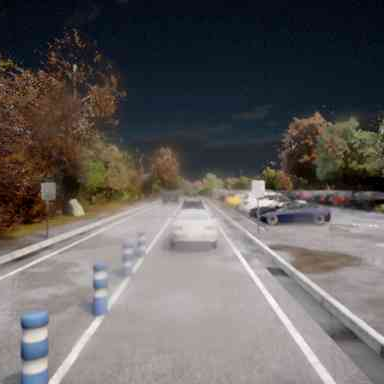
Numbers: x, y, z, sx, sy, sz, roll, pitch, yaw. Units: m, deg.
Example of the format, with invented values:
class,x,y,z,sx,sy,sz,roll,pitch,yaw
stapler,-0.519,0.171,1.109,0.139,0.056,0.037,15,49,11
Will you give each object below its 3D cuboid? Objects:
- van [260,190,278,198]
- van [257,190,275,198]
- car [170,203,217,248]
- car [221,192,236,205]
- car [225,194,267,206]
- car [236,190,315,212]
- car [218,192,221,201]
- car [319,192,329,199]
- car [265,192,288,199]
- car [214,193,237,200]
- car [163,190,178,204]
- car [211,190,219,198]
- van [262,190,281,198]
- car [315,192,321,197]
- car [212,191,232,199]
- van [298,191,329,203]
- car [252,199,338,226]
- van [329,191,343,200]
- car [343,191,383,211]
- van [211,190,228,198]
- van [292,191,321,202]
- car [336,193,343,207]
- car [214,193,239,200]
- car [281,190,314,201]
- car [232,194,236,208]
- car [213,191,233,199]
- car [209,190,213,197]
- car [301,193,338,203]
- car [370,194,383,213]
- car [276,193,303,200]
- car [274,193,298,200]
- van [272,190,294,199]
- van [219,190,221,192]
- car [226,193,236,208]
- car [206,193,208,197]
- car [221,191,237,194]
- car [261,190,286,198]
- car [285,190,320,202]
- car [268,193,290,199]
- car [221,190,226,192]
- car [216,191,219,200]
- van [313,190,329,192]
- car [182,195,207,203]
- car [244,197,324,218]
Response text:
class,x,y,z,sx,sy,sz,roll,pitch,yaw
van,20.538,0.540,88.680,4.442,1.987,1.878,0,0,0
van,20.329,0.522,91.585,4.442,1.987,1.878,0,0,0
car,0.070,1.423,14.183,1.812,1.442,4.674,0,1,0
car,6.771,1.110,41.874,5.366,1.575,1.946,0,1,0
car,7.164,1.075,44.524,5.366,1.575,1.946,0,1,0
car,6.870,1.071,27.869,5.566,2.045,2.435,0,1,0
car,7.076,1.033,52.845,4.792,1.488,2.163,0,0,0
car,20.087,1.100,44.495,4.792,1.488,2.163,0,1,0
car,20.348,0.819,80.372,5.008,1.535,2.097,0,0,0
car,7.200,0.880,72.278,4.892,1.521,2.231,0,0,0
car,-3.267,0.758,51.432,2.150,2.045,5.566,0,1,1
car,6.975,0.912,66.727,5.366,1.575,1.946,0,0,0
van,20.516,0.557,86.035,4.442,1.987,1.878,0,0,0
car,20.109,1.071,47.134,4.792,1.488,2.163,0,0,0
car,7.243,0.700,80.605,4.553,1.767,2.185,0,0,0
van,20.265,0.754,55.439,4.442,1.987,1.878,0,0,0
car,6.767,1.435,22.322,4.792,1.488,2.163,0,1,0
van,20.152,0.880,41.720,4.442,1.987,1.878,0,1,0
car,20.018,0.938,36.058,5.566,2.045,2.435,0,1,0
van,7.226,0.546,88.933,4.442,1.987,1.878,0,0,0
van,20.054,0.736,58.211,4.442,1.987,1.878,0,0,0
car,19.984,1.177,38.831,4.792,1.488,2.163,0,1,0
car,7.190,0.898,69.501,4.892,1.521,2.231,0,0,0
car,20.188,0.675,63.749,5.566,2.045,2.435,0,0,0
car,6.894,1.239,33.425,4.892,1.521,2.231,0,1,0
car,7.221,0.718,77.829,4.553,1.767,2.185,0,0,0
car,7.044,0.858,75.055,5.366,1.575,1.946,0,0,0
car,20.131,0.997,52.672,5.008,1.535,2.097,0,0,0
car,19.758,1.270,30.524,5.366,1.575,1.946,0,1,0
car,20.257,0.890,69.292,5.008,1.535,2.097,0,0,0
car,20.289,0.912,72.187,4.674,1.452,2.002,0,0,0
van,20.425,0.628,74.955,4.442,1.987,1.878,0,0,0
van,7.186,0.760,55.619,4.442,1.987,1.878,0,0,0
car,6.725,1.193,36.202,5.366,1.575,1.946,0,1,0
car,7.394,0.503,91.708,5.566,2.045,2.435,0,0,0
car,6.995,1.049,47.293,4.892,1.521,2.231,0,1,0
car,20.348,0.549,83.265,5.566,2.045,2.435,0,0,0
car,20.166,0.693,60.979,5.566,2.045,2.435,0,0,0
car,20.328,0.877,77.601,4.674,1.452,2.002,0,0,0
car,7.055,0.898,50.071,4.553,1.767,2.185,0,0,0
car,7.063,0.998,58.398,4.792,1.488,2.163,0,0,0
van,19.994,0.792,49.885,4.442,1.987,1.878,0,0,0
car,0.078,1.212,29.970,1.882,1.535,5.008,0,1,0
car,6.824,1.364,25.098,5.008,1.535,2.097,0,1,0
